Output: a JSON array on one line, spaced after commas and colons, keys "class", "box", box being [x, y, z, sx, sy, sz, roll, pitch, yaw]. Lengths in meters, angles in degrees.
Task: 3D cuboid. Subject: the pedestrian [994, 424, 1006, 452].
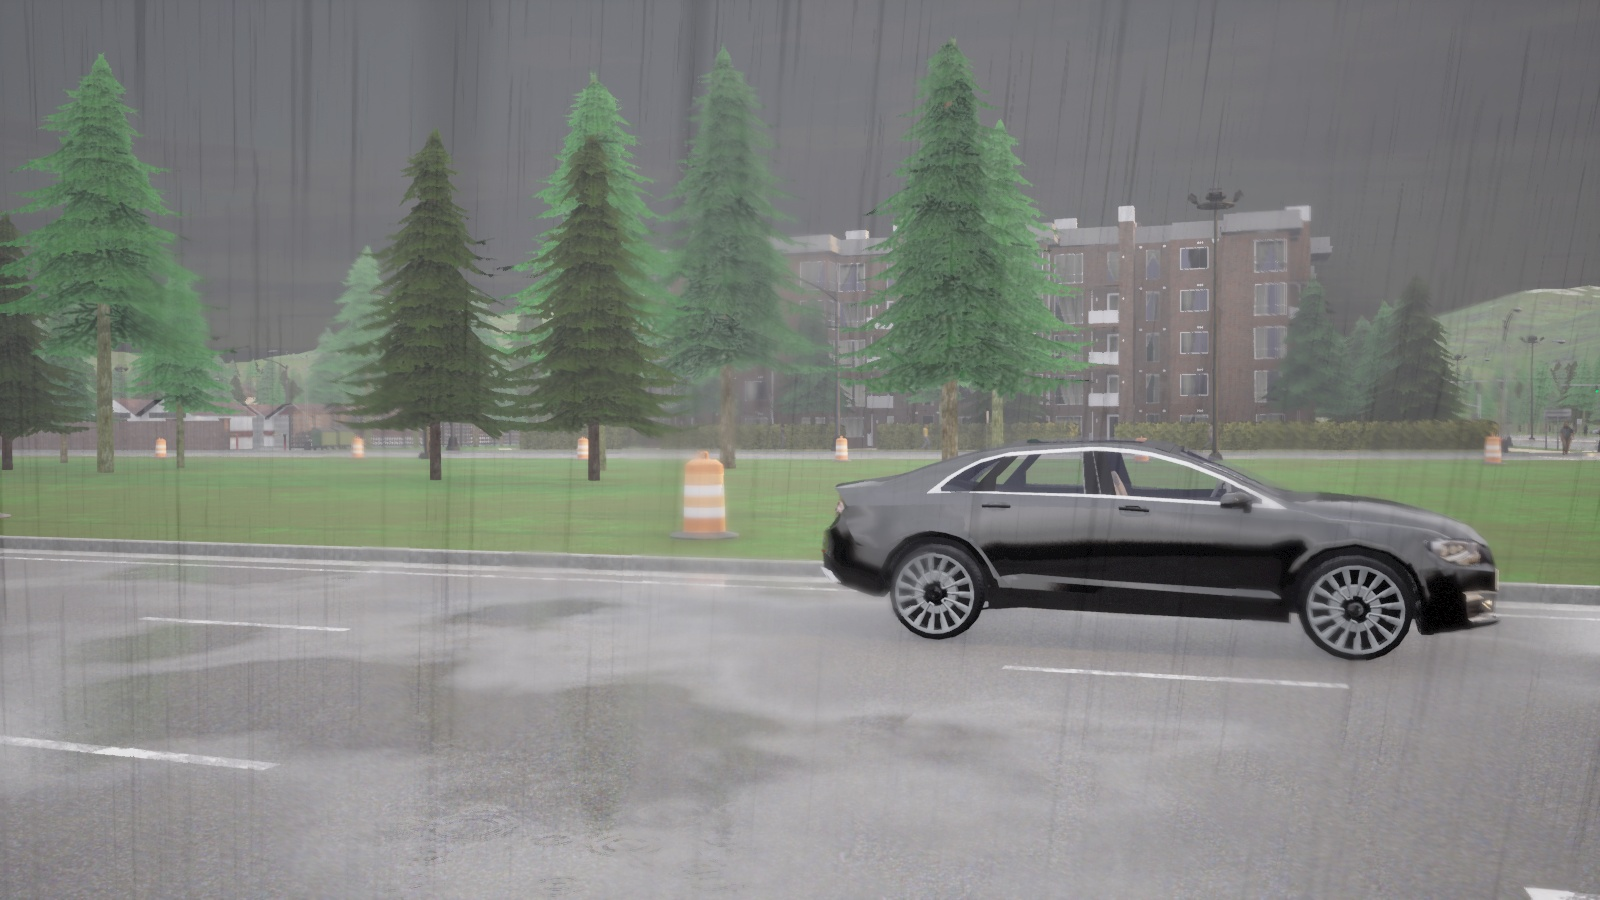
[{"class": "pedestrian", "box": [13.131, -0.818, 82.606, 0.706, 1.836, 0.354, 1, 1, 19]}]

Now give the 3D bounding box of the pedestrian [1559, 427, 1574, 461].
[{"class": "pedestrian", "box": [41.183, -0.332, 67.464, 0.540, 1.848, 0.694, 1, 1, 22]}]

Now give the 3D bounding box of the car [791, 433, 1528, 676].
[{"class": "car", "box": [2.596, 0.637, 9.704, 4.902, 1.511, 2.128, 1, 1, 19]}]
